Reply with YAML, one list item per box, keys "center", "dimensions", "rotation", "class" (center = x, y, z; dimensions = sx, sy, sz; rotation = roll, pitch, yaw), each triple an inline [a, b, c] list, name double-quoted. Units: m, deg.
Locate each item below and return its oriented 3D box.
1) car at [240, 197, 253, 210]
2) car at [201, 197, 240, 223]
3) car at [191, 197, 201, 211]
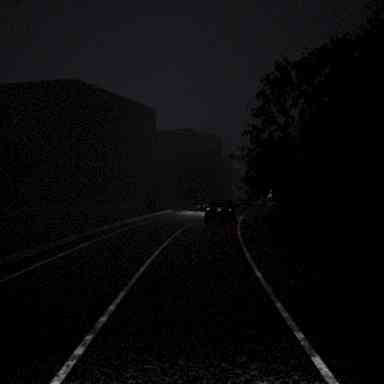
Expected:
- center: [6.693, 1.392, 42.381]
  dimensions: [2.128, 1.511, 4.902]
  rotation: [2, 0, 19]
  class: "car"
- center: [2.280, 1.267, 25.436]
  dimensions: [2.097, 1.767, 4.553]
  rotation: [1, 0, 10]
  class: "car"
- center: [1.300, 1.309, 36.636]
  dimensions: [1.837, 1.490, 4.892]
  rotation: [1, 0, 16]
  class: "car"
